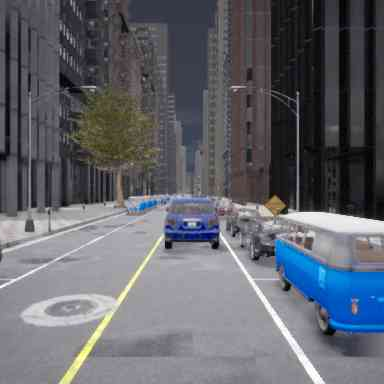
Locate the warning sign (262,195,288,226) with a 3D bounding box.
[{"bbox_3d":[5.066,1.118,20.304,1.300,1.860,1.060,0,0,0],"label":"warning sign"}]

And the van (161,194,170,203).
[{"bbox_3d":[-5.761,1.375,73.834,1.690,1.788,3.998,0,0,0],"label":"van"}]

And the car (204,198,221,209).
[{"bbox_3d":[2.763,1.579,45.749,1.947,1.339,4.313,0,0,0],"label":"car"}]

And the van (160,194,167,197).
[{"bbox_3d":[-5.761,1.362,56.978,1.690,1.788,3.998,0,0,0],"label":"van"}]

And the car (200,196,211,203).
[{"bbox_3d":[2.763,1.595,68.224,1.947,1.339,4.313,0,0,0],"label":"car"}]

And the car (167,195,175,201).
[{"bbox_3d":[-5.762,1.577,90.518,1.752,1.417,4.829,0,0,0],"label":"car"}]

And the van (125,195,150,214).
[{"bbox_3d":[-5.761,1.349,34.505,1.690,1.788,3.998,0,0,0],"label":"van"}]

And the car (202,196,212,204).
[{"bbox_3d":[2.763,1.550,62.775,1.752,1.417,4.829,0,0,0],"label":"car"}]

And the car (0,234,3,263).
[{"bbox_3d":[-5.761,1.315,6.413,2.192,1.841,5.009,0,0,0],"label":"car"}]

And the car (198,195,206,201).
[{"bbox_3d":[2.763,1.603,90.699,2.008,1.369,4.403,0,0,0],"label":"car"}]

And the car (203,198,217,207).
[{"bbox_3d":[2.763,1.583,51.367,1.947,1.339,4.313,0,0,0],"label":"car"}]

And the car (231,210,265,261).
[{"bbox_3d":[2.764,1.551,12.036,2.008,1.369,4.403,0,0,0],"label":"car"}]

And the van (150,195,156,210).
[{"bbox_3d":[-5.761,1.351,40.123,1.690,1.788,3.998,0,0,0],"label":"van"}]

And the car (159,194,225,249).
[{"bbox_3d":[0.000,1.260,14.680,2.150,2.045,5.566,0,0,0],"label":"car"}]

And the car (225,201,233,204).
[{"bbox_3d":[2.764,1.445,28.892,1.967,1.590,4.097,0,0,0],"label":"car"}]

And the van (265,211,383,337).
[{"bbox_3d":[2.764,1.341,6.417,1.690,1.788,3.998,0,0,0],"label":"van"}]

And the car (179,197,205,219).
[{"bbox_3d":[0.000,1.373,29.620,2.097,1.767,4.553,0,0,0],"label":"car"}]

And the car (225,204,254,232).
[{"bbox_3d":[2.764,1.553,17.655,2.008,1.369,4.403,0,0,0],"label":"car"}]

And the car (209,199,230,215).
[{"bbox_3d":[2.763,1.533,34.681,1.752,1.417,4.829,0,0,0],"label":"car"}]

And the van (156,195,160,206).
[{"bbox_3d":[-5.761,1.354,45.742,1.690,1.788,3.998,0,0,0],"label":"van"}]
